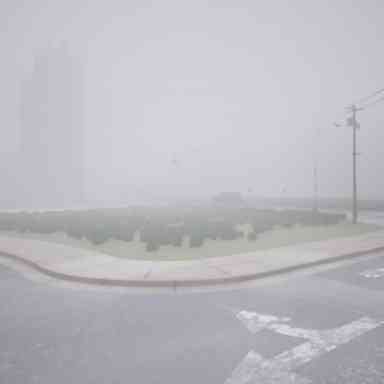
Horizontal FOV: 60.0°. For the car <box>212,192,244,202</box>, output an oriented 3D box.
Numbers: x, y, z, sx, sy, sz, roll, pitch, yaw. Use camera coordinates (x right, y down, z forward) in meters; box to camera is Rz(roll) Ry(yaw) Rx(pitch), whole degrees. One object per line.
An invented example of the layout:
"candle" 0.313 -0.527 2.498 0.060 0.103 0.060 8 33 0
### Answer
"car" 5.290 0.992 50.000 2.150 2.045 5.566 0 0 -35
